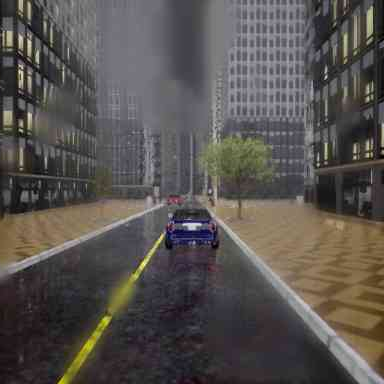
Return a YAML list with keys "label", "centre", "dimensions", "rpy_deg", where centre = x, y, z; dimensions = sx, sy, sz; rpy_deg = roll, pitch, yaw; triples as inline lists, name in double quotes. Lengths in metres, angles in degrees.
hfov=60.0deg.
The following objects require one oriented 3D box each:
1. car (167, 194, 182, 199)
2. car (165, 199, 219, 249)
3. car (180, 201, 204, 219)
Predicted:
- label: "car"
  centre: [-3.000, 1.360, 57.624]
  dimensions: [2.150, 2.045, 5.566]
  rpy_deg: [0, 0, 0]
- label: "car"
  centre: [0.000, 1.365, 14.620]
  dimensions: [2.097, 1.767, 4.553]
  rpy_deg: [0, 0, 0]
- label: "car"
  centre: [0.000, 1.578, 29.652]
  dimensions: [1.994, 1.385, 4.181]
  rpy_deg: [0, 0, 0]
